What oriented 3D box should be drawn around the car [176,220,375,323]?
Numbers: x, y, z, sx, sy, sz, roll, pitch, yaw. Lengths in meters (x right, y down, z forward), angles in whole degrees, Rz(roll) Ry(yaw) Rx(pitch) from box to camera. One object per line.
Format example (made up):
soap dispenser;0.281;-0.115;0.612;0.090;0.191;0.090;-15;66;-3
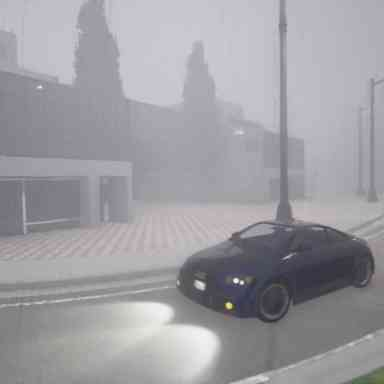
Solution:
car;1.766;1.288;6.648;4.181;1.385;1.994;-3;3;-34
